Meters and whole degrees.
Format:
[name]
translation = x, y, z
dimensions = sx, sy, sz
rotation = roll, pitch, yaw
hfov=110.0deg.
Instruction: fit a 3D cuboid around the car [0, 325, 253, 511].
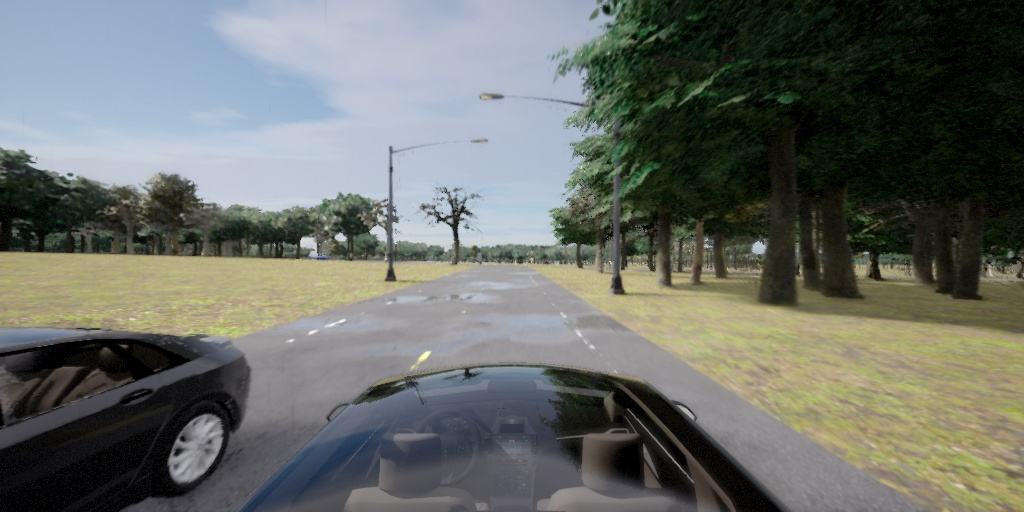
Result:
[car]
translation = -3.599, 1.250, 1.696
dimensions = 1.837, 1.490, 4.892
rotation = 0, 0, 0
